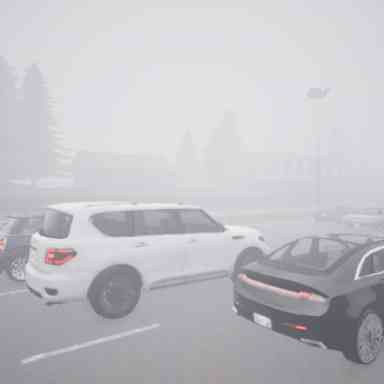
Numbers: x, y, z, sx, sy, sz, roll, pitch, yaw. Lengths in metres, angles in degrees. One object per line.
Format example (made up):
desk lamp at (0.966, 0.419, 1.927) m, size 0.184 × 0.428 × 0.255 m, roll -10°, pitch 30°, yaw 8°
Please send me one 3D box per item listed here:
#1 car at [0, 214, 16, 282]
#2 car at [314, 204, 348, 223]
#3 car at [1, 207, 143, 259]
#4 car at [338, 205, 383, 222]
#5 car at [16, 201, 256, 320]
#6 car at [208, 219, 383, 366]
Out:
car at (-3.411, 1.355, 9.912) m, size 4.553 × 1.767 × 2.097 m, roll 0°, pitch 0°, yaw -36°
car at (10.868, 1.550, 24.411) m, size 4.181 × 1.385 × 1.994 m, roll 0°, pitch 0°, yaw -36°
car at (-4.654, 1.481, 13.326) m, size 5.008 × 1.535 × 1.882 m, roll 0°, pitch 0°, yaw -36°
car at (11.335, 1.587, 20.444) m, size 4.718 × 1.301 × 1.895 m, roll 0°, pitch 0°, yaw -36°
car at (-0.669, 1.222, 7.569) m, size 5.566 × 2.045 × 2.150 m, roll 0°, pitch 0°, yaw -36°
car at (2.908, 1.488, 5.822) m, size 4.902 × 1.511 × 2.128 m, roll 0°, pitch 0°, yaw -36°
